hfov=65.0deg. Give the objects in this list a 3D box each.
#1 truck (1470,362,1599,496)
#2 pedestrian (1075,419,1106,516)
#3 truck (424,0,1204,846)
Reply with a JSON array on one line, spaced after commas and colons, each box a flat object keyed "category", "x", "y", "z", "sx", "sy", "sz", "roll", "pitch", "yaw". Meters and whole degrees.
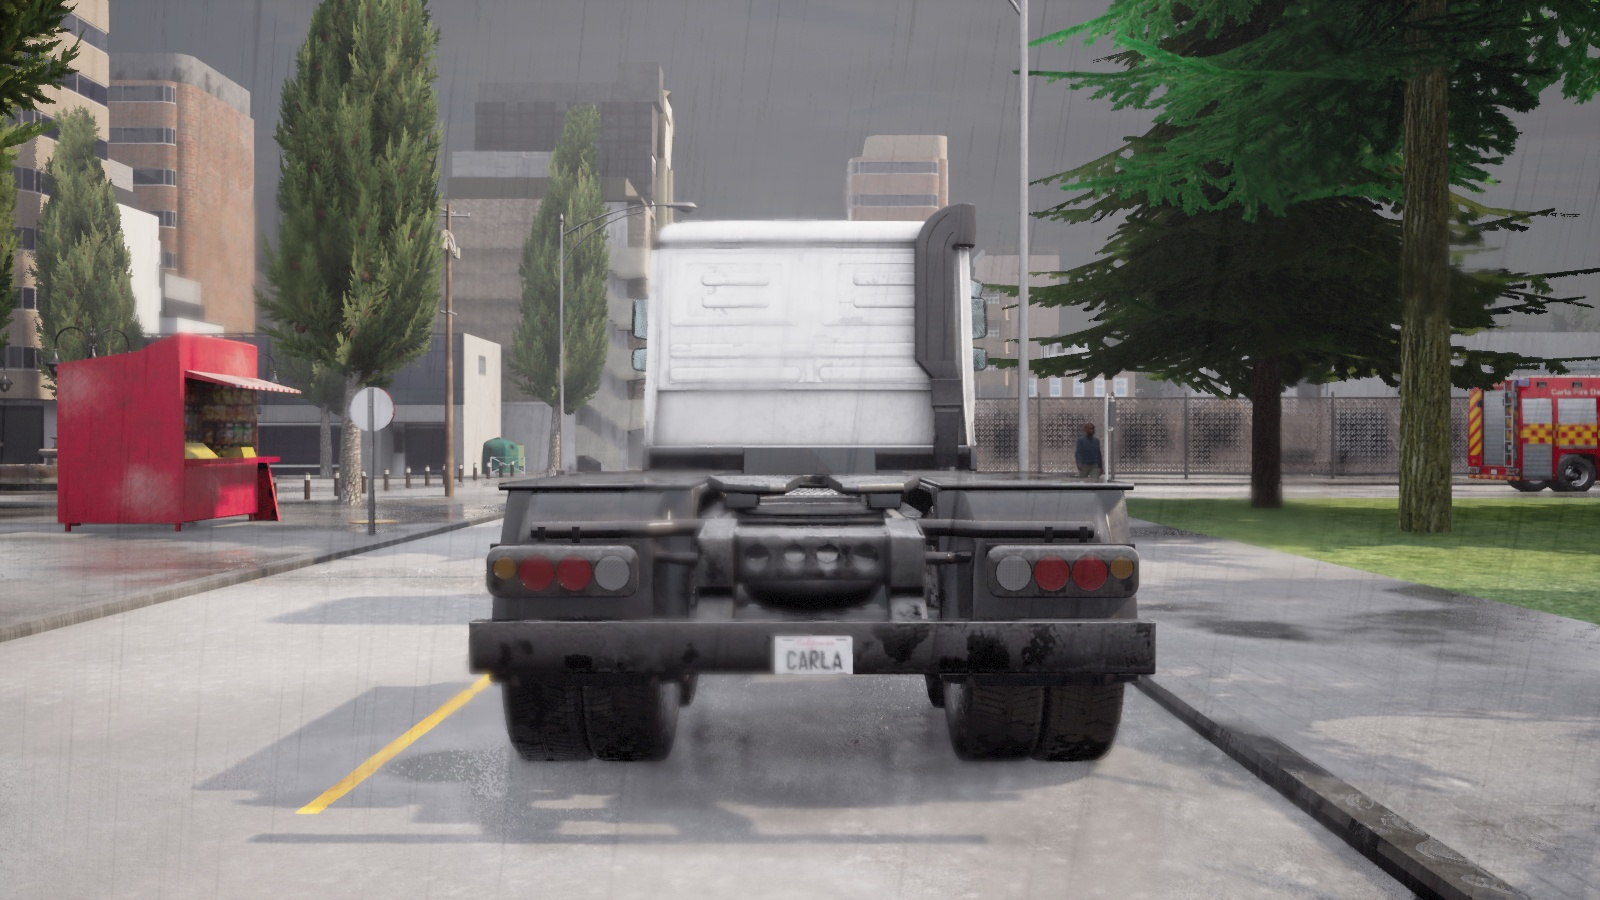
[{"category": "truck", "x": 24.945, "y": -0.609, "z": 37.322, "sx": 8.468, "sy": 3.827, "sz": 2.891, "roll": 0, "pitch": 0, "yaw": 0}, {"category": "pedestrian", "x": 5.582, "y": 0.324, "z": 24.129, "sx": 0.370, "sy": 1.835, "sz": 0.726, "roll": 0, "pitch": 0, "yaw": -5}, {"category": "truck", "x": 0.072, "y": -0.284, "z": 8.629, "sx": 2.891, "sy": 3.462, "sz": 7.936, "roll": 0, "pitch": 0, "yaw": 0}]
